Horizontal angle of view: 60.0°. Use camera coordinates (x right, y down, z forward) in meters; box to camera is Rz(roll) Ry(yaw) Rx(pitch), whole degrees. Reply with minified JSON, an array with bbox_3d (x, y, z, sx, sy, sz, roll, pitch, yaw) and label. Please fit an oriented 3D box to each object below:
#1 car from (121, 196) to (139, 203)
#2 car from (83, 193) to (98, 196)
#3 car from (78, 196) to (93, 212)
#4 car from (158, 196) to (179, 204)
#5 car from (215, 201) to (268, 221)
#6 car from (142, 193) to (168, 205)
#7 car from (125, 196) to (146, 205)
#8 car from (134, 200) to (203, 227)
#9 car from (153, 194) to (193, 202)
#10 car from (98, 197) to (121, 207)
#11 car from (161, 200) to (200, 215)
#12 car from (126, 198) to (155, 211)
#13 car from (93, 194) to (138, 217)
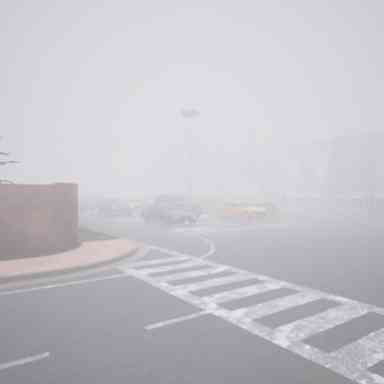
[{"bbox_3d":[-12.977,1.548,69.594,1.994,1.385,4.181,0,0,-35],"label":"car"},{"bbox_3d":[-13.483,1.218,45.899,2.150,2.045,5.566,0,0,-36],"label":"car"},{"bbox_3d":[-13.075,1.545,39.237,2.033,1.411,5.357,0,0,-35],"label":"car"},{"bbox_3d":[-4.607,1.500,63.850,1.837,1.490,4.892,0,0,-35],"label":"car"},{"bbox_3d":[3.935,1.475,27.283,1.882,1.535,5.008,0,0,-35],"label":"car"},{"bbox_3d":[-6.869,1.217,61.121,2.150,2.045,5.566,0,0,-36],"label":"car"},{"bbox_3d":[-10.122,1.522,59.663,1.812,1.442,4.674,0,0,-35],"label":"car"},{"bbox_3d":[-1.808,1.546,23.245,2.033,1.411,5.357,0,0,-34],"label":"car"},{"bbox_3d":[-1.376,1.219,28.734,2.150,2.045,5.566,0,0,-35],"label":"car"},{"bbox_3d":[-12.568,1.561,50.701,1.994,1.385,4.181,0,0,-35],"label":"car"},{"bbox_3d":[-1.261,1.561,34.626,1.994,1.385,4.181,0,0,-36],"label":"car"},{"bbox_3d":[-6.637,1.561,42.263,1.994,1.385,4.181,0,0,-35],"label":"car"},{"bbox_3d":[-7.187,1.350,30.899,2.097,1.767,4.553,0,0,-35],"label":"car"}]
